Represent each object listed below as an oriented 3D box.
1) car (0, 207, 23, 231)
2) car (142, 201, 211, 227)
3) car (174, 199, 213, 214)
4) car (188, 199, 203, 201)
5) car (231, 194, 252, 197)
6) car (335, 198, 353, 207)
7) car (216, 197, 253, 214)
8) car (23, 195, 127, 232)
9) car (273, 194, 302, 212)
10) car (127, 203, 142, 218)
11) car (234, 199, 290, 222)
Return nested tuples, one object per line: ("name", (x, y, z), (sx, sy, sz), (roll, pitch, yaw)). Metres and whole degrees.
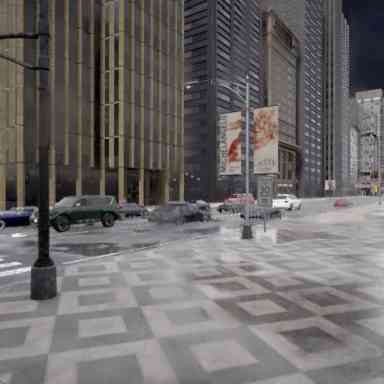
("car", (-10.796, 1.602, 20.819), (1.895, 1.301, 4.718), (0, 0, 35))
("car", (-0.753, 1.571, 23.351), (2.033, 1.411, 5.357), (0, 0, 36))
("car", (0.243, 1.552, 36.260), (1.812, 1.442, 4.674), (0, 0, 36))
("car", (-1.323, 1.514, 28.487), (2.128, 1.511, 4.902), (0, 0, 36))
("car", (6.378, 1.263, 44.787), (2.150, 2.045, 5.566), (0, 0, 37))
("car", (23.729, 1.647, 52.036), (1.994, 1.385, 4.181), (0, 0, 36))
("car", (4.784, 1.585, 37.017), (2.033, 1.411, 5.357), (0, 0, 35))
("car", (-6.994, 1.232, 20.549), (2.150, 2.045, 5.566), (0, 0, 36))
("car", (11.634, 1.276, 40.698), (2.150, 2.045, 5.566), (0, 0, 36))
("car", (-5.672, 1.576, 27.992), (1.994, 1.385, 4.181), (0, 0, 35))
("car", (5.809, 1.586, 26.946), (2.033, 1.411, 5.357), (0, 0, 36))
